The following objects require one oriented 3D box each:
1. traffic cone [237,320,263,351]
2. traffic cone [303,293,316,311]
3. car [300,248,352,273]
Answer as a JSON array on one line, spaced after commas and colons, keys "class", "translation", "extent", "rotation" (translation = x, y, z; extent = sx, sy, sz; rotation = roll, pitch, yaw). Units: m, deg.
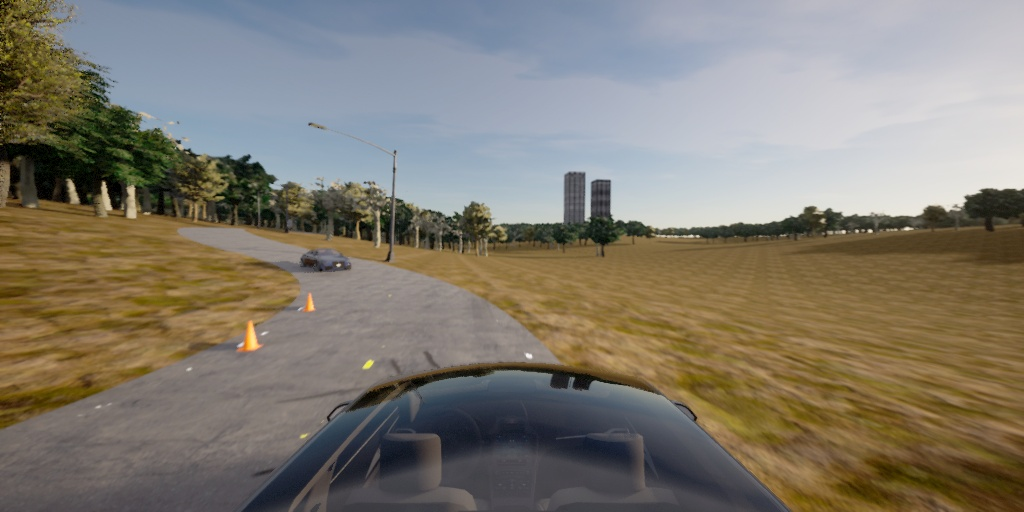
[{"class": "traffic cone", "translation": [-5.530, 1.655, 7.576], "extent": [0.340, 0.580, 0.340], "rotation": [0, 0, -12]}, {"class": "traffic cone", "translation": [-6.771, 1.517, 12.010], "extent": [0.340, 0.580, 0.340], "rotation": [0, 0, -20]}, {"class": "car", "translation": [-12.377, 0.208, 23.819], "extent": [4.181, 1.385, 1.994], "rotation": [7, 6, 41]}]
